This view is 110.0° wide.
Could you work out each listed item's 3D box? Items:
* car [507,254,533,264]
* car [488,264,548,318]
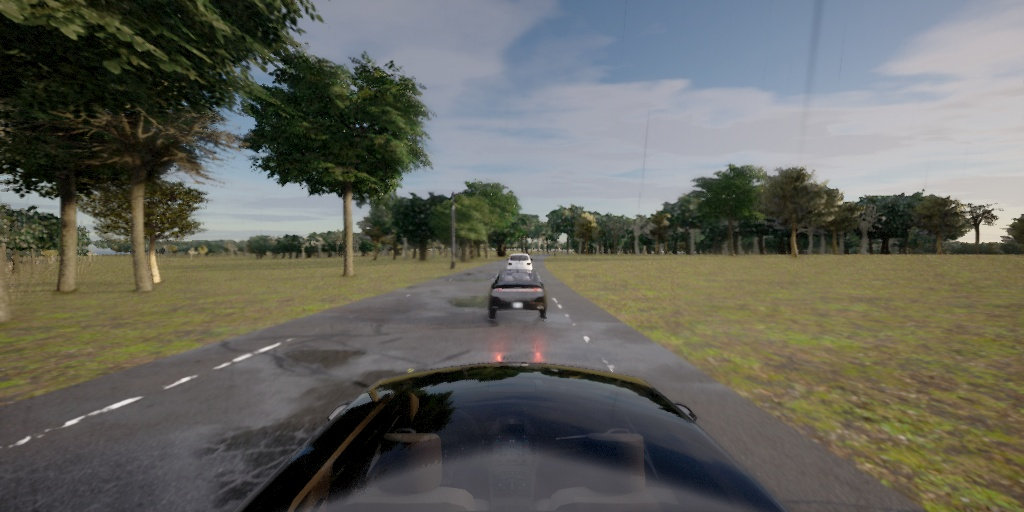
[{"bbox_3d":[0.710,0.816,32.551,2.150,2.045,5.566,0,1,2],"label":"car"},{"bbox_3d":[0.202,1.203,12.771,2.128,1.511,4.902,0,0,1],"label":"car"}]
